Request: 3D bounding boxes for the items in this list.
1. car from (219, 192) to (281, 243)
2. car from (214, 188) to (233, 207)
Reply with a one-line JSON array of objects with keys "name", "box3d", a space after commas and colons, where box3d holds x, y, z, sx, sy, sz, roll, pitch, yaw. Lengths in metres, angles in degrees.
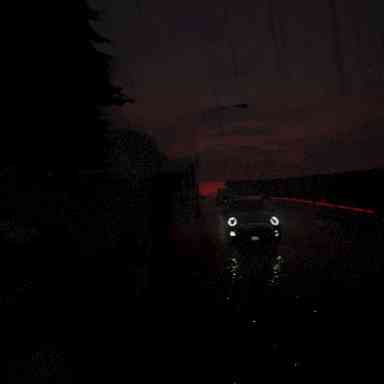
[{"name": "car", "box3d": [2.423, 1.076, 14.429, 2.097, 1.767, 4.553, -1, 1, 3]}, {"name": "car", "box3d": [3.730, 0.578, 37.598, 2.150, 2.045, 5.566, -1, 1, 4]}]
